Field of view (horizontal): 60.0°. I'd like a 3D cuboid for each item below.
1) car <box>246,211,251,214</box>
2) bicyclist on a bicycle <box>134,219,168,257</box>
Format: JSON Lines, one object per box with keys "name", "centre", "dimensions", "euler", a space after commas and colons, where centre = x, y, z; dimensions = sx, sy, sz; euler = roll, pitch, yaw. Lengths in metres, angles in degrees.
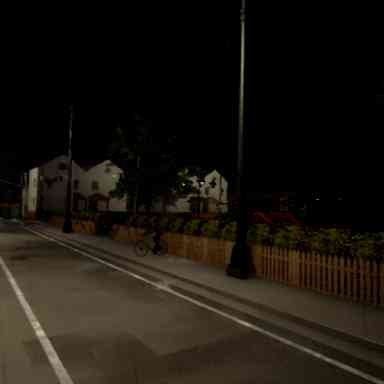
{"name": "car", "centre": [10.922, 5.161, 73.075], "dimensions": [5.566, 2.045, 2.150], "euler": [3, -4, -34]}
{"name": "bicyclist on a bicycle", "centre": [-1.780, 2.040, 14.769], "dimensions": [1.656, 1.620, 0.582], "euler": [3, -4, -33]}
